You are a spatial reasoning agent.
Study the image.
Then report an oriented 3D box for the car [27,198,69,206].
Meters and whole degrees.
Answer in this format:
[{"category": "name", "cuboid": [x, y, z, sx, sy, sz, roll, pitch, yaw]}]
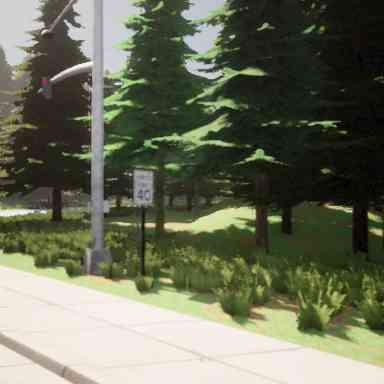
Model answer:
[{"category": "car", "cuboid": [-17.243, 1.412, 39.948, 1.882, 1.535, 5.008, 0, 0, 30]}]
